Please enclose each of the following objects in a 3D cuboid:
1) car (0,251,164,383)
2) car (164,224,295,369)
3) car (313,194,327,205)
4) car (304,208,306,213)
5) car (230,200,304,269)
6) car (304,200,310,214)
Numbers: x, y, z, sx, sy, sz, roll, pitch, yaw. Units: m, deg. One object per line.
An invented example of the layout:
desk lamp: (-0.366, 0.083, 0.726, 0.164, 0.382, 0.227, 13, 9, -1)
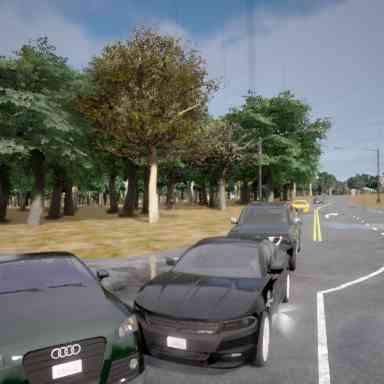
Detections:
car: (-2.323, 1.643, 5.002, 1.994, 1.385, 4.181, 2, -2, -33)
car: (0.720, 1.614, 6.306, 1.882, 1.535, 5.008, -1, -2, 21)
car: (24.863, 1.717, 65.276, 1.812, 1.442, 4.674, -1, 0, 28)
car: (5.043, 1.775, 18.359, 1.895, 1.301, 4.718, -1, 0, 21)
car: (2.828, 1.460, 12.451, 2.150, 2.045, 5.566, -2, 0, 20)
car: (12.534, 1.697, 38.415, 1.882, 1.535, 5.008, -1, 0, 21)
